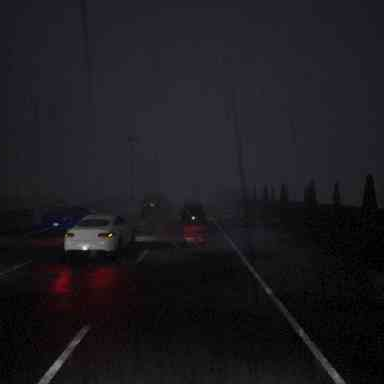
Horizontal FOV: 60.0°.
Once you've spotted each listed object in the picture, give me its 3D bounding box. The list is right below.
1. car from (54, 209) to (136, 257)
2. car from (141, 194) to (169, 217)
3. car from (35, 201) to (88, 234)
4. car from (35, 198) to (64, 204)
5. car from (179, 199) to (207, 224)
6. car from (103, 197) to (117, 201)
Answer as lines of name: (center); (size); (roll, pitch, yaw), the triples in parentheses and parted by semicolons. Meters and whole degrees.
car: (-3.404, 1.535, 12.898); (1.812, 1.442, 4.674); (0, 0, 0)
car: (-3.408, 1.244, 31.465); (2.150, 2.045, 5.566); (0, 0, 0)
car: (-6.905, 1.492, 19.362); (1.882, 1.535, 5.008); (0, 0, 0)
car: (-17.558, 1.537, 42.242); (1.837, 1.490, 4.892); (0, 0, 1)
car: (0.094, 1.525, 25.232); (1.837, 1.490, 4.892); (0, 0, 0)
car: (-14.014, 1.582, 57.172); (1.837, 1.490, 4.892); (0, 0, 0)
